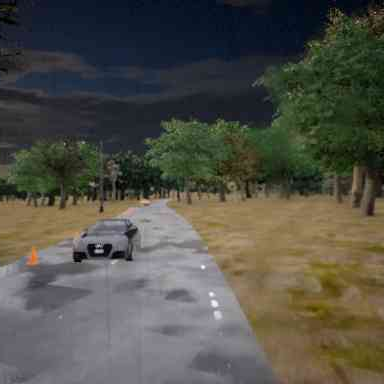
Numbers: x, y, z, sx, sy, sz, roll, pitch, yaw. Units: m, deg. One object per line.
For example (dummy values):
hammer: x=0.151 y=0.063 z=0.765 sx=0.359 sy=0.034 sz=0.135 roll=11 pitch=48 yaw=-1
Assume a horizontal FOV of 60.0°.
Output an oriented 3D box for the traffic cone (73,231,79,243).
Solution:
traffic cone: x=-5.622 y=2.184 z=16.253 sx=0.340 sy=0.580 sz=0.340 roll=0 pitch=-1 yaw=-3

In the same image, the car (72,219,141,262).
car: x=-3.074 y=1.742 z=12.728 sx=1.994 sy=1.385 sz=4.181 roll=0 pitch=-1 yaw=-3

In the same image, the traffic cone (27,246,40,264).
traffic cone: x=-5.380 y=2.125 z=11.296 sx=0.340 sy=0.580 sz=0.340 roll=0 pitch=-1 yaw=-2

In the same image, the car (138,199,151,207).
car: x=-9.046 y=2.076 z=63.264 sx=1.882 sy=1.535 sz=5.008 roll=0 pitch=0 yaw=-16
